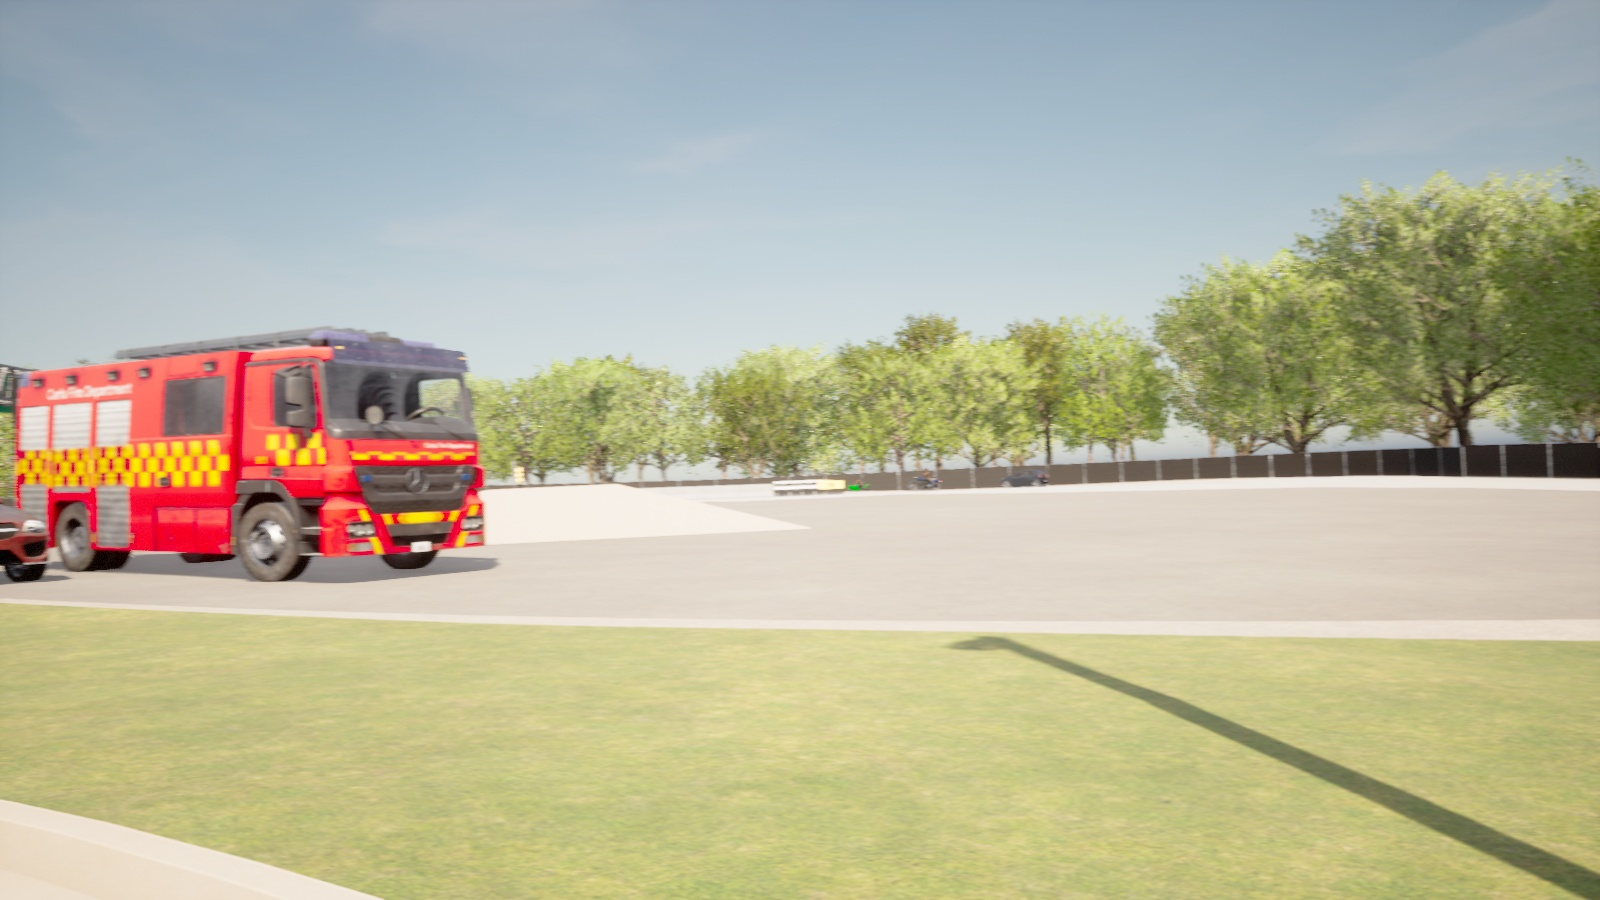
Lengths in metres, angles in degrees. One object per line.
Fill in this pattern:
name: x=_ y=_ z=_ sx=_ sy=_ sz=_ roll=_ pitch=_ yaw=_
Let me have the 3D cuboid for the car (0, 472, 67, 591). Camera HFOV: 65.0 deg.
car: x=-13.331 y=1.229 z=18.818 sx=5.027 sy=1.651 sz=2.152 roll=-3 pitch=-2 yaw=35

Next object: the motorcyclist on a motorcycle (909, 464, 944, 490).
motorcyclist on a motorcycle: x=8.795 y=1.893 z=87.463 sx=2.350 sy=1.649 sz=0.766 roll=-4 pitch=-1 yaw=4

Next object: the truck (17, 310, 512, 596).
truck: x=-8.825 y=0.195 z=20.210 sx=8.468 sy=3.827 sz=2.891 roll=-3 pitch=-1 yaw=32
